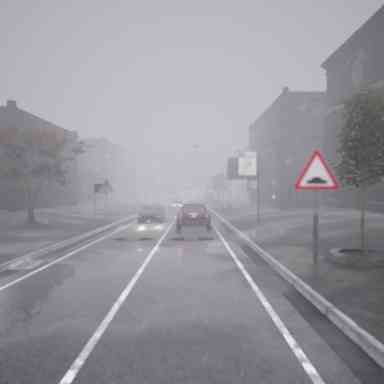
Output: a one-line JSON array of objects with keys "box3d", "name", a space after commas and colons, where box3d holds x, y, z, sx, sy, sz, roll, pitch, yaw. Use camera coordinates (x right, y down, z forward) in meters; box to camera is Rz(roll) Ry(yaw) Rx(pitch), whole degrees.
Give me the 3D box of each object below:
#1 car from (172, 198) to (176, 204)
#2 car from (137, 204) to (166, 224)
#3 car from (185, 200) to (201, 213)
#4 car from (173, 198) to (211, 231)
[{"box3d": [-2.973, 1.813, 67.809, 1.994, 1.385, 4.181, 0, 0, 0], "name": "car"}, {"box3d": [-3.088, 1.683, 26.437, 2.033, 1.411, 5.357, 0, 0, 0], "name": "car"}, {"box3d": [0.116, 1.703, 40.387, 1.837, 1.490, 4.892, 0, 0, 0], "name": "car"}, {"box3d": [0.107, 1.460, 21.766, 2.097, 1.767, 4.553, 0, 0, 0], "name": "car"}]
